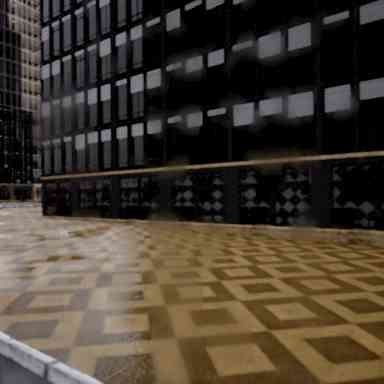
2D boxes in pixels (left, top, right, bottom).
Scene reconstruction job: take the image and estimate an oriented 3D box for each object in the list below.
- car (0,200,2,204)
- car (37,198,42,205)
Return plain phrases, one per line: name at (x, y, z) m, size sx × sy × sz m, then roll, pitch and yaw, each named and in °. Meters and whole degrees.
car at (-30.304, 1.358, 48.156) m, size 1.752 × 1.417 × 4.829 m, roll 0°, pitch 0°, yaw 35°
car at (-20.154, 1.222, 48.087) m, size 1.802 × 1.307 × 4.206 m, roll 0°, pitch 0°, yaw 35°
